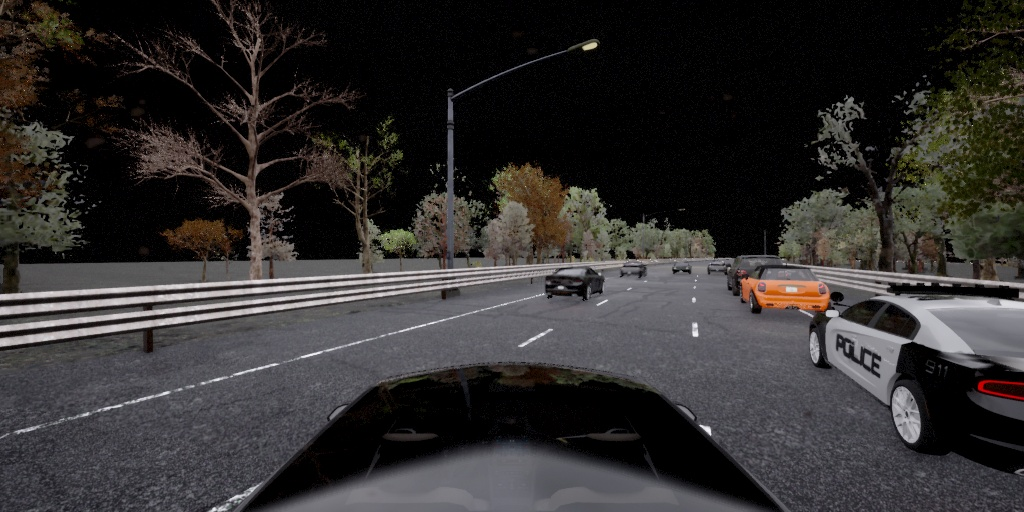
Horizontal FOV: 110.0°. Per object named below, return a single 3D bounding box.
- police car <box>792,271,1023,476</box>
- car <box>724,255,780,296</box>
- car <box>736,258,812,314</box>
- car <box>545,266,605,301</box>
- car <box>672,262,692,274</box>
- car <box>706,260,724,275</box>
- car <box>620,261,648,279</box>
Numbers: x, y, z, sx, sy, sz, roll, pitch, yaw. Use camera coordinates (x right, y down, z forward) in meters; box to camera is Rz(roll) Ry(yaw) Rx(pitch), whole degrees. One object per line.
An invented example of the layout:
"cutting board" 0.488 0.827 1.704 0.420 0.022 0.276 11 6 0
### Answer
"police car" 5.614 1.175 4.707 1.930 1.638 5.238 0 0 26
"car" 12.671 0.978 18.754 2.150 2.045 5.566 0 0 27
"car" 9.951 1.102 13.423 2.097 1.767 4.553 0 0 27
"car" 3.236 1.228 17.713 1.882 1.535 5.008 0 0 27
"car" 19.393 1.369 40.789 1.895 1.301 4.718 0 0 29
"car" 22.503 1.261 39.304 2.128 1.511 4.902 0 0 29
"car" 11.382 1.250 33.347 2.128 1.511 4.902 0 0 28
